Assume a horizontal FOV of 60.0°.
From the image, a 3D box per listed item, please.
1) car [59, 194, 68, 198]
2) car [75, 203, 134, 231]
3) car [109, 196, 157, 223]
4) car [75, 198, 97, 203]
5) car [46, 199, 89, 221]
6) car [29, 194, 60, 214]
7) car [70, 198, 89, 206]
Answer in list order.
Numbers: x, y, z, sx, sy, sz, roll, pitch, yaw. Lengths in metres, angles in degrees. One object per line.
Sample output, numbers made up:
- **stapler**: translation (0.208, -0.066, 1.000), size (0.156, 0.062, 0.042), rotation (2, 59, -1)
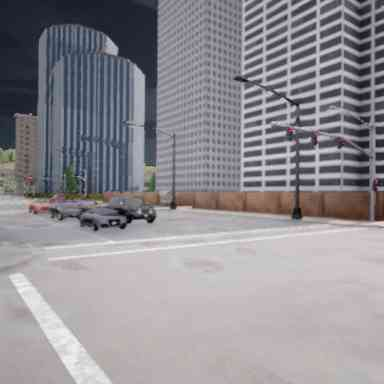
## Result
- **car**: translation (-23.388, 1.396, 58.823), size (2.150, 2.045, 5.566), rotation (1, 0, -35)
- **car**: translation (-5.721, 1.652, 21.281), size (1.994, 1.385, 4.181), rotation (1, 0, -35)
- **car**: translation (-4.866, 1.351, 26.149), size (2.150, 2.045, 5.566), rotation (1, 0, -35)
- **car**: translation (-10.657, 1.607, 34.355), size (1.882, 1.535, 5.008), rotation (1, 0, -35)
- **car**: translation (-10.693, 1.593, 28.331), size (1.837, 1.490, 4.892), rotation (1, 0, -35)
- **car**: translation (-16.335, 1.441, 36.347), size (2.097, 1.767, 4.553), rotation (1, 0, -35)
- **car**: translation (-20.800, 1.761, 61.202), size (2.033, 1.411, 5.357), rotation (1, 0, -34)
